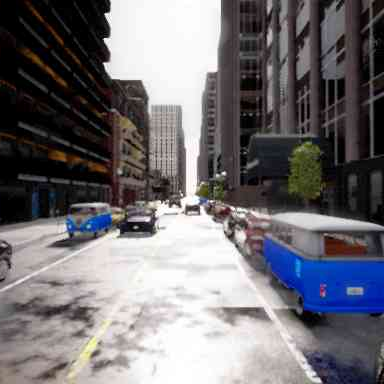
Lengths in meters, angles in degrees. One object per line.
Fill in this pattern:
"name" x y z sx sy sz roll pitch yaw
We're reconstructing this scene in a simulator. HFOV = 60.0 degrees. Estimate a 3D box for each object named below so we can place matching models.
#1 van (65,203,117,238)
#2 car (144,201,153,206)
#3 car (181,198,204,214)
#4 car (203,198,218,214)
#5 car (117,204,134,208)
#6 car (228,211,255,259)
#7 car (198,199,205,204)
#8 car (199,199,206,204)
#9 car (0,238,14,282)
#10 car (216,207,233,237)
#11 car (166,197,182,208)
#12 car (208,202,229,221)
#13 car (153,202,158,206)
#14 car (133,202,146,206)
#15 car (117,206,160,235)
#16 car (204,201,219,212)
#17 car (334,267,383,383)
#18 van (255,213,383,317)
"van" -5.689 1.529 18.671 1.690 1.788 3.998 0 -1 0
"car" -5.688 1.799 35.659 1.967 1.590 4.097 0 -1 0
"car" 0.101 1.910 41.394 2.128 1.511 4.902 0 -1 0
"car" 2.692 1.858 41.323 1.967 1.590 4.097 0 -1 0
"car" -5.689 1.768 24.163 1.752 1.417 4.829 0 -1 0
"car" 2.691 1.676 13.004 1.887 1.381 4.507 0 -1 0
"car" 2.694 2.607 92.289 1.802 1.307 4.206 0 -1 0
"car" 2.693 2.481 86.797 1.752 1.417 4.829 0 -1 0
"car" -5.689 1.626 7.341 2.008 1.369 4.403 0 -1 0
"car" 2.692 1.739 18.668 2.008 1.369 4.403 0 -1 0
"car" -3.036 1.856 60.623 2.150 2.045 5.566 0 -1 1
"car" 2.692 1.846 29.996 1.887 1.381 4.507 0 -1 0
"car" -5.687 2.005 46.814 1.752 1.417 4.829 0 -1 0
"car" -5.688 1.867 29.996 1.947 1.339 4.313 0 -1 0
"car" -3.099 1.768 20.244 1.994 1.385 4.181 0 -1 0
"car" 2.692 2.026 46.984 1.887 1.381 4.507 0 -1 0
"car" 2.691 1.569 1.676 2.008 1.369 4.403 0 -1 0
"van" 2.691 1.416 7.342 1.690 1.788 3.998 0 -1 0
